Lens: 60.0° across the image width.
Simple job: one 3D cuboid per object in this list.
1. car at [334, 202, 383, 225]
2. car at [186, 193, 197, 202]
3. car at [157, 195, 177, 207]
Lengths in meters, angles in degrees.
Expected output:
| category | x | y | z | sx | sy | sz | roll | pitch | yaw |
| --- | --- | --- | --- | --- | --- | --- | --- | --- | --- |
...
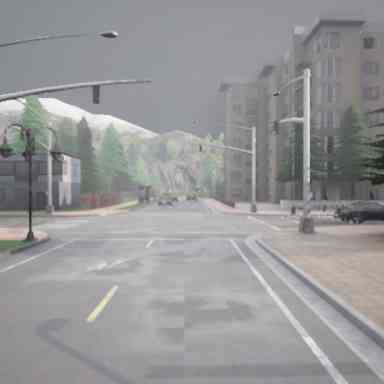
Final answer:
| category | x | y | z | sx | sy | sz | roll | pitch | yaw |
| --- | --- | --- | --- | --- | --- | --- | --- | --- | --- |
| car | 12.082 | 1.397 | 22.525 | 4.674 | 1.442 | 1.812 | 0 | 0 | -1 |
| car | -0.068 | 0.942 | 65.118 | 2.097 | 1.767 | 4.553 | 0 | 0 | 0 |
| car | -3.628 | 1.202 | 45.665 | 2.128 | 1.511 | 4.902 | 0 | 0 | 0 |
